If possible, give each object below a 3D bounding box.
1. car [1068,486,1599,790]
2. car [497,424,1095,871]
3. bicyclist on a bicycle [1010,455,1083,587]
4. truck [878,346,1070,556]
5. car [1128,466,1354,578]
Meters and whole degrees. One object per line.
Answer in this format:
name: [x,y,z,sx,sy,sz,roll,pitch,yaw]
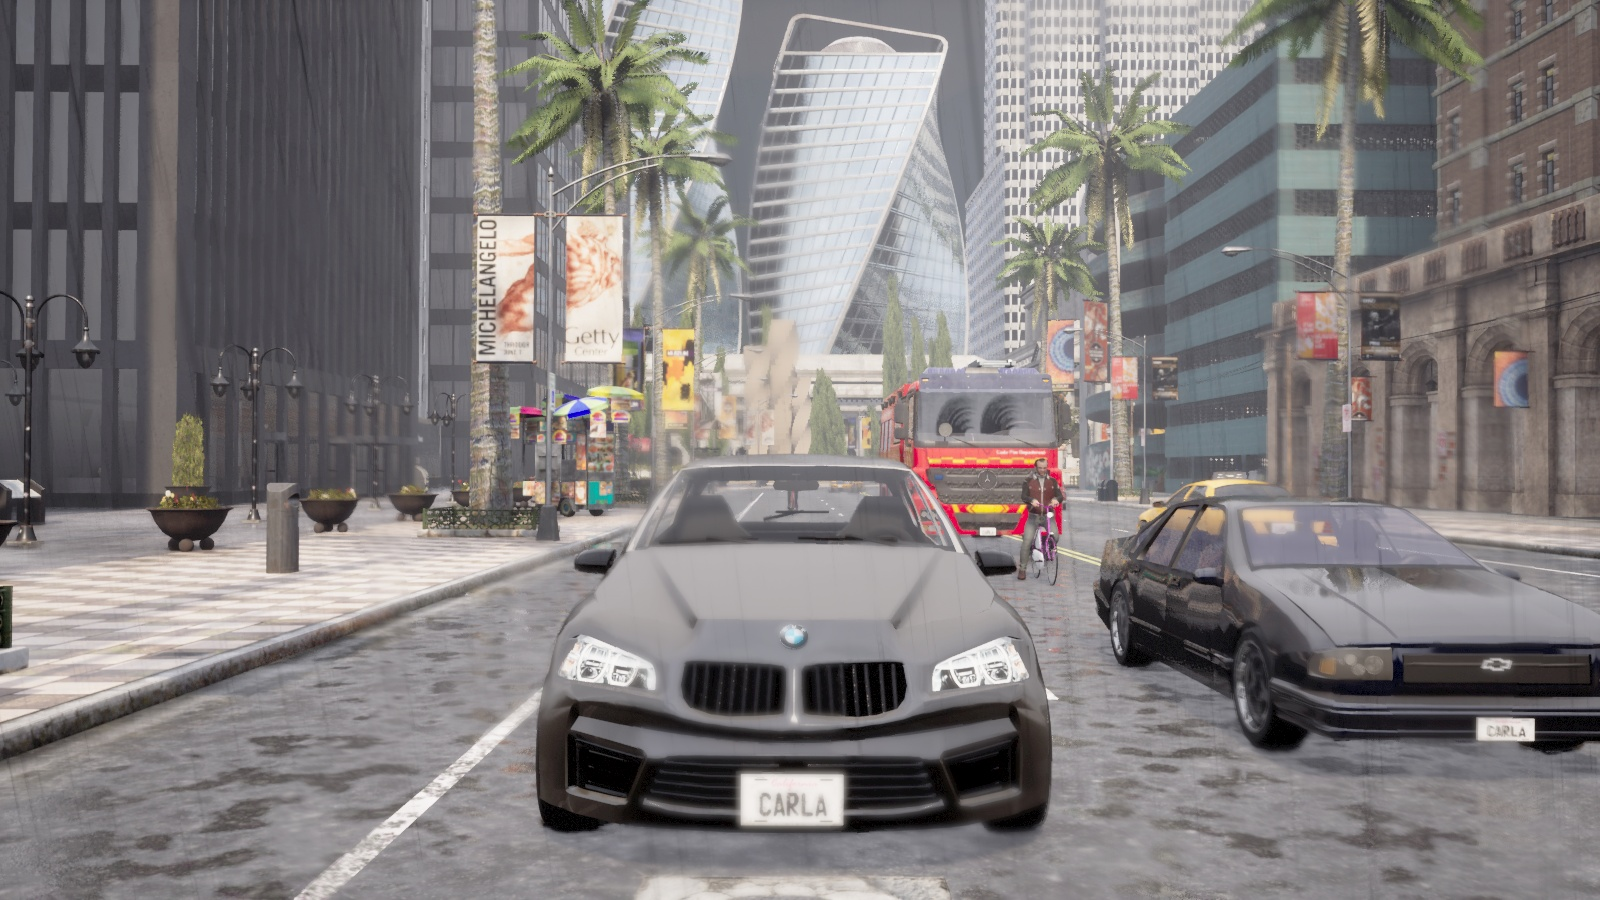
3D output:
car: [3.478,0.996,8.825,2.033,1.411,5.357,0,-1,0]
car: [-0.018,0.777,7.026,2.242,1.667,4.611,0,-1,0]
bicyclist on a bicycle: [3.458,0.969,17.742,0.659,1.776,1.843,0,-1,0]
truck: [3.446,0.092,27.189,2.891,3.827,8.468,0,-1,0]
car: [6.958,1.069,20.519,1.801,1.575,5.366,0,-1,0]
